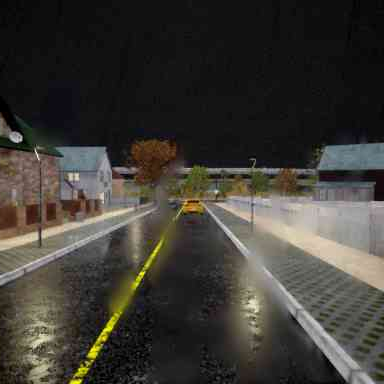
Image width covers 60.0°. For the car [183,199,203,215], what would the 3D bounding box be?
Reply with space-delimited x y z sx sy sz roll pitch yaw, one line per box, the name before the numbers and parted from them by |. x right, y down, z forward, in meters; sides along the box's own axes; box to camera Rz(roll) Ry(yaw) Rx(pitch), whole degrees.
car | 0.123 1.471 33.979 1.882 1.535 5.008 0 0 0

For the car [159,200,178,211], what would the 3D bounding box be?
car | -2.723 1.605 39.643 1.994 1.385 4.181 0 0 0

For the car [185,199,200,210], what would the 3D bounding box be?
car | 0.130 1.602 44.510 1.895 1.301 4.718 0 0 0
